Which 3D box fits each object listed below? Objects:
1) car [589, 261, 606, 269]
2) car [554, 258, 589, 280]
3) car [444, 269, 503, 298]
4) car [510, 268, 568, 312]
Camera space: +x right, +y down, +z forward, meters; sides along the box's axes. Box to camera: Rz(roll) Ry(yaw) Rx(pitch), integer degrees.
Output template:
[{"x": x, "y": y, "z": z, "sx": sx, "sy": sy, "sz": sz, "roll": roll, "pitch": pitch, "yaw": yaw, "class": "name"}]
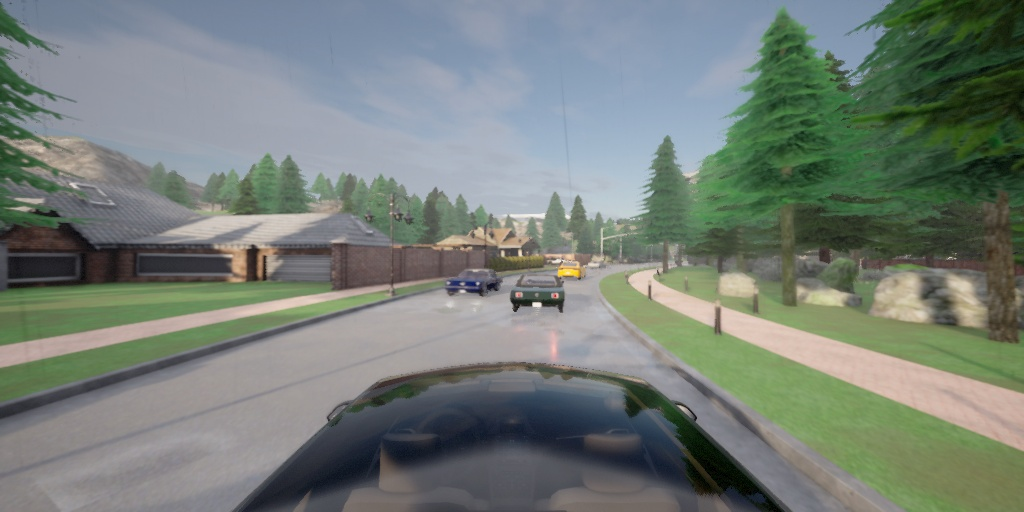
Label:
[{"x": 13.643, "y": 1.386, "z": 57.585, "sx": 1.895, "sy": 1.301, "sz": 4.718, "roll": 0, "pitch": 0, "yaw": 29, "class": "car"}, {"x": 5.359, "y": 1.238, "z": 31.630, "sx": 1.882, "sy": 1.535, "sz": 5.008, "roll": 0, "pitch": 0, "yaw": 18, "class": "car"}, {"x": -1.868, "y": 1.336, "z": 18.674, "sx": 1.895, "sy": 1.301, "sz": 4.718, "roll": 0, "pitch": 0, "yaw": 11, "class": "car"}, {"x": 1.136, "y": 1.351, "z": 14.242, "sx": 1.895, "sy": 1.301, "sz": 4.718, "roll": 0, "pitch": 0, "yaw": 7, "class": "car"}]
